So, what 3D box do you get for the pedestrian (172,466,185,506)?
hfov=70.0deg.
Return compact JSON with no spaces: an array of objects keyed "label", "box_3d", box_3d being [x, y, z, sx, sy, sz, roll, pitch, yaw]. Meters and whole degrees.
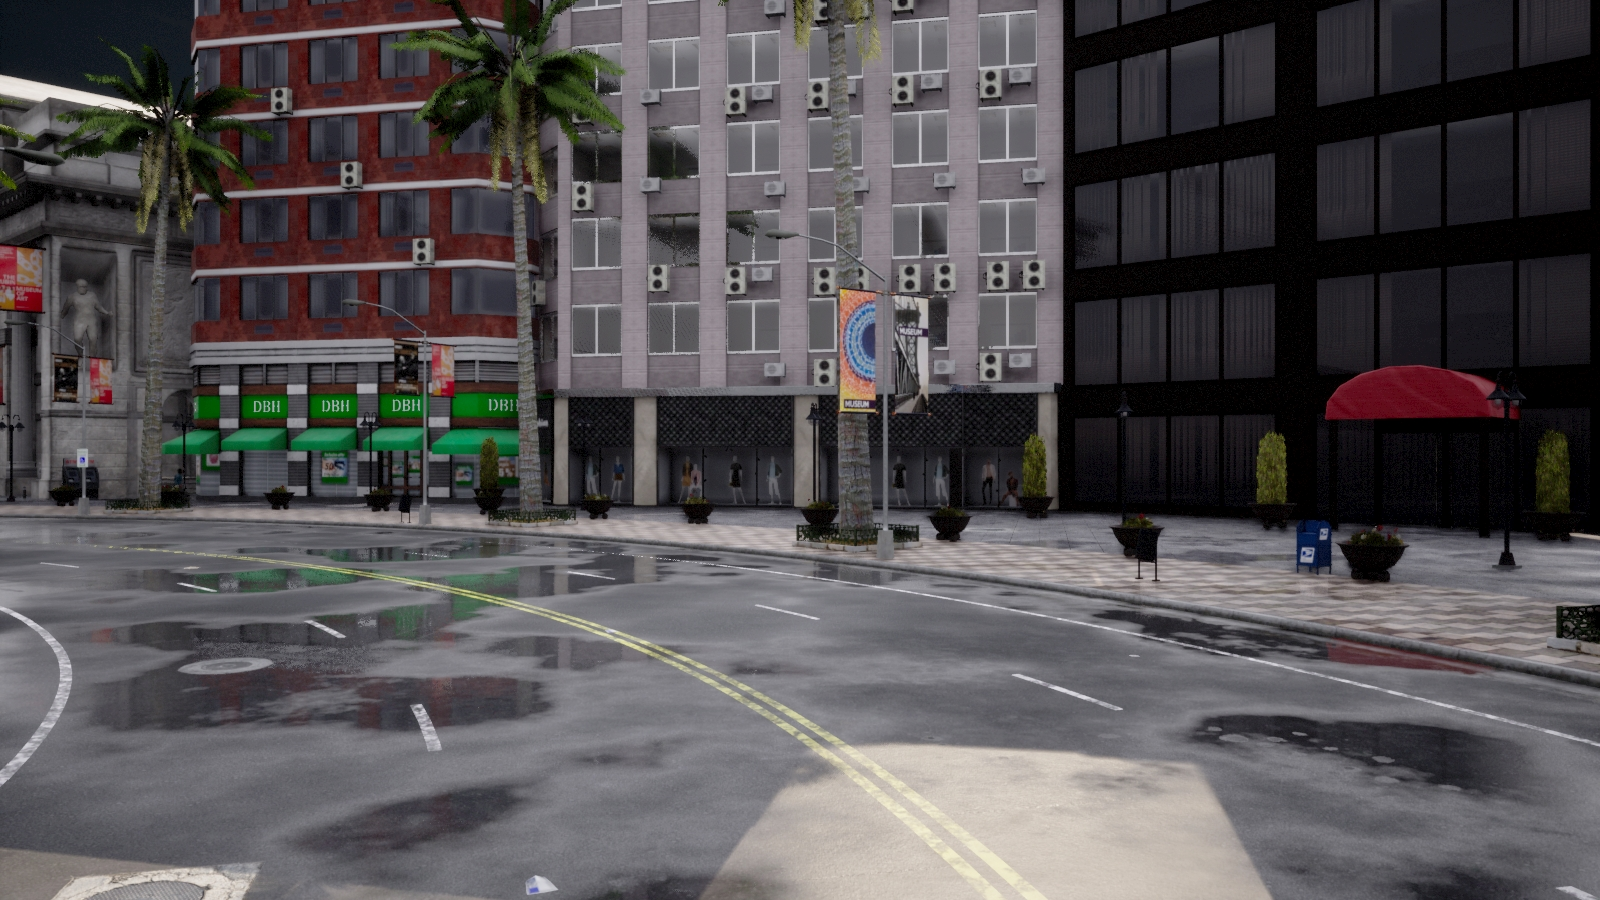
[{"label":"pedestrian","box_3d":[-29.397,1.703,54.053,0.375,1.860,0.375,0,0,11]}]
